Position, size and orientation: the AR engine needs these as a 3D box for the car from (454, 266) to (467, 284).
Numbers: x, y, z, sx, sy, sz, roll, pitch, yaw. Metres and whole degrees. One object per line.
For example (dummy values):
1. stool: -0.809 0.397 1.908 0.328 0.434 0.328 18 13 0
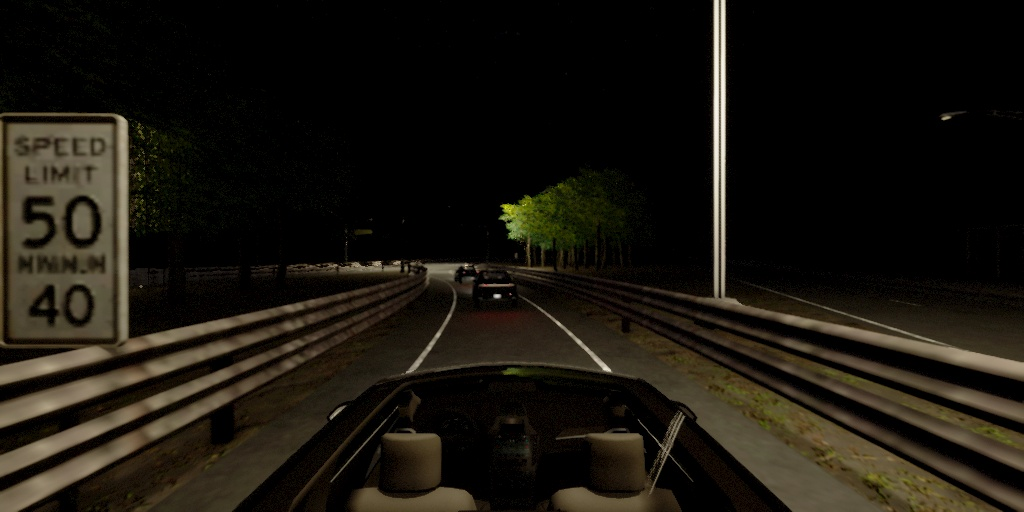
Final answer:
1. car: -3.992 1.593 31.770 2.128 1.511 4.902 0 -1 -16

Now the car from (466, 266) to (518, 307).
1. car: -0.898 1.406 16.615 2.128 1.511 4.902 0 -1 -7
